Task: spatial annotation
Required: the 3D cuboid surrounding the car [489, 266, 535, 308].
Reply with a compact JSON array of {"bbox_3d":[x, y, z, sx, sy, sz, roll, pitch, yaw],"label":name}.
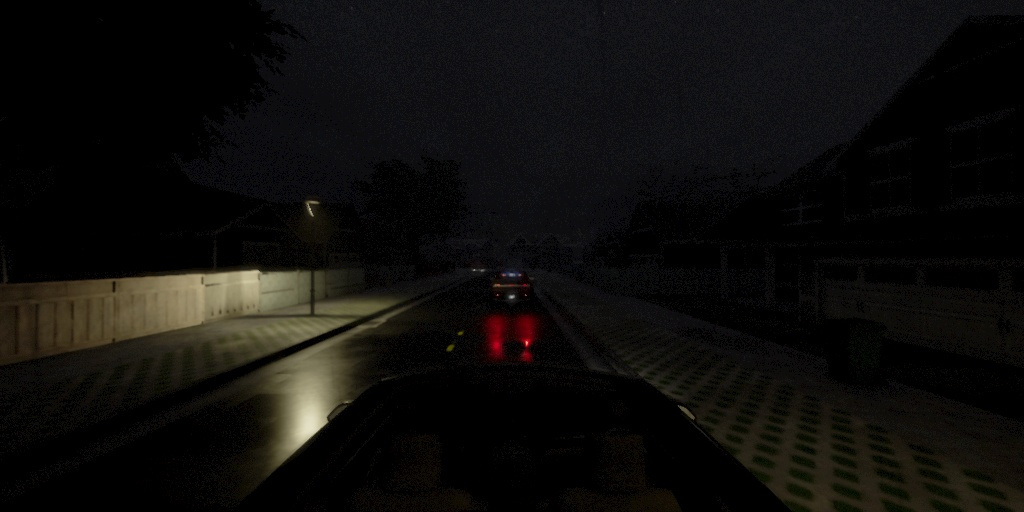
[{"bbox_3d":[-0.004,1.375,16.135,2.128,1.511,4.902,0,0,0],"label":"car"}]
